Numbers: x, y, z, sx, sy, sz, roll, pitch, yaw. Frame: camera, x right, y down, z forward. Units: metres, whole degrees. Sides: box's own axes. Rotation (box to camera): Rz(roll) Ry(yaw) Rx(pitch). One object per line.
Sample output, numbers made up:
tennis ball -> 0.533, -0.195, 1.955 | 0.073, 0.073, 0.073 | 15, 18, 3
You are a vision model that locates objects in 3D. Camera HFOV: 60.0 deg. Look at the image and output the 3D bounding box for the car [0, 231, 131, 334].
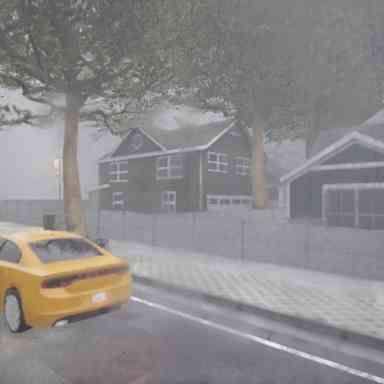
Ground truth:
car -> -3.364, 1.559, 7.055 | 5.008, 1.535, 1.882 | 0, -1, 41
